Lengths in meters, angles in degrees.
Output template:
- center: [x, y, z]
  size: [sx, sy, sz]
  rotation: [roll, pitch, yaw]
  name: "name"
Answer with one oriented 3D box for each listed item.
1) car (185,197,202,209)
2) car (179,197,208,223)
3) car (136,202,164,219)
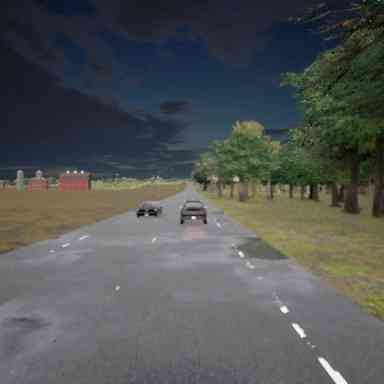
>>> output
- center: [0.127, 1.363, 42.521]
  size: [2.033, 1.411, 5.357]
  rotation: [0, 0, 0]
  name: "car"
- center: [0.113, 1.430, 24.479]
  size: [1.837, 1.490, 4.892]
  rotation: [0, 1, 0]
  name: "car"
- center: [-3.561, 1.502, 28.459]
  size: [1.895, 1.301, 4.718]
  rotation: [0, 0, 0]
  name: "car"
